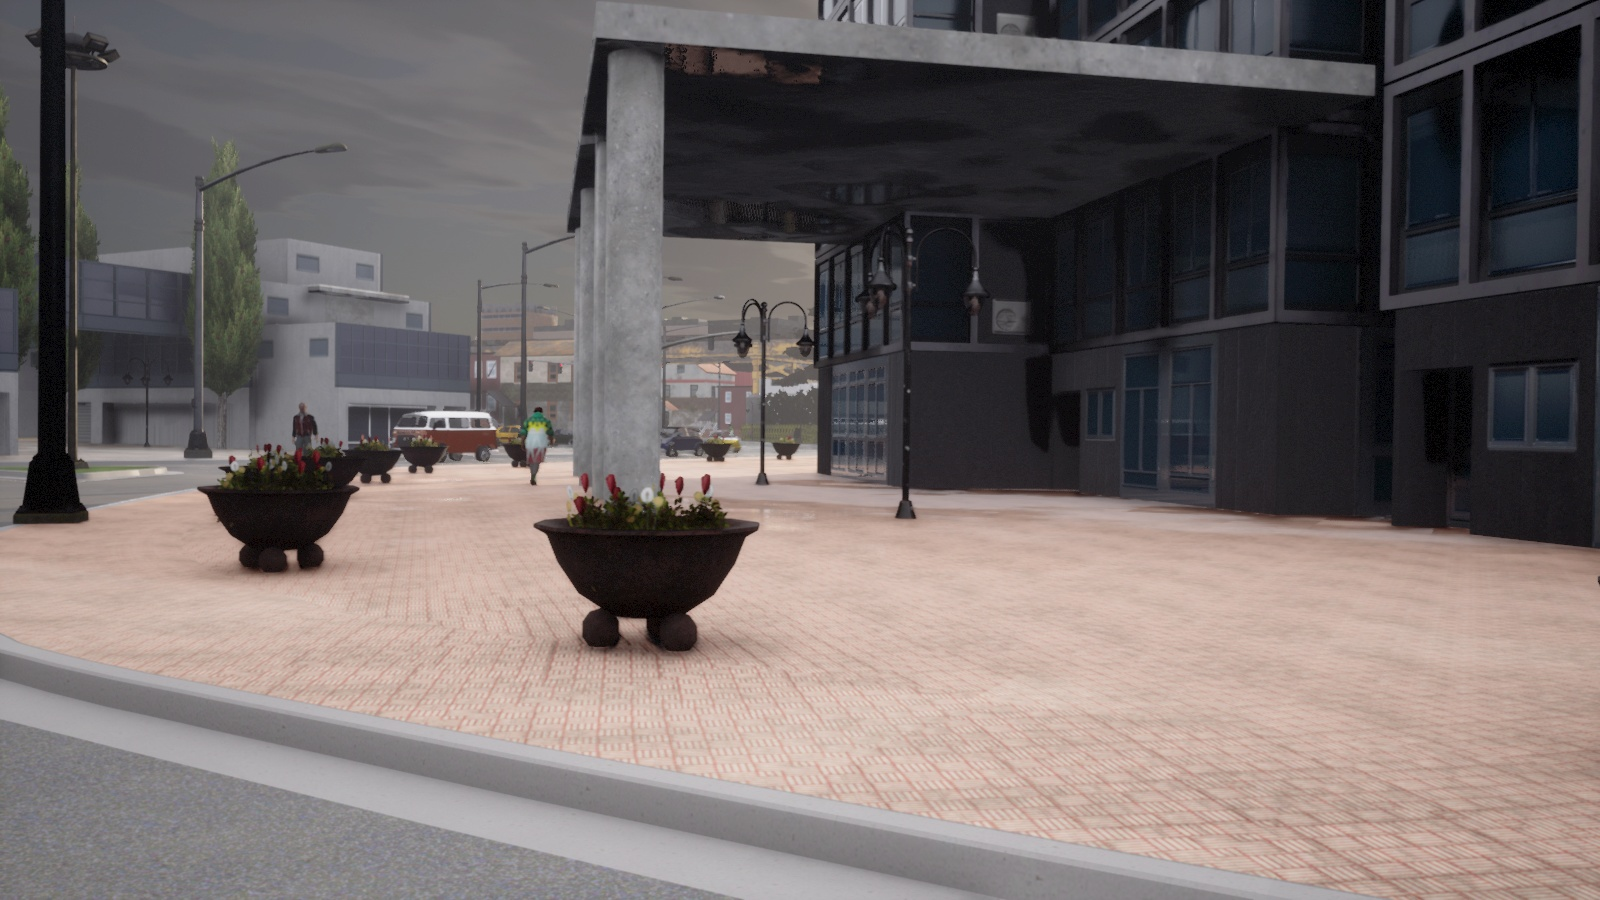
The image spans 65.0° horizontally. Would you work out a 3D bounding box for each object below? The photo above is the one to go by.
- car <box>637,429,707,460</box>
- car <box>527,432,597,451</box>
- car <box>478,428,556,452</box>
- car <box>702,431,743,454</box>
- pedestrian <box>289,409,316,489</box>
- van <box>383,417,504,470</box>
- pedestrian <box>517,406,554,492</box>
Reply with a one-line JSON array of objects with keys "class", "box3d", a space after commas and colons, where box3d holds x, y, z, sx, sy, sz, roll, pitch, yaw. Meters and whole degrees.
[{"class": "car", "box3d": [-6.530, -0.309, 64.169, 1.789, 1.549, 3.705, 0, 1, 28]}, {"class": "car", "box3d": [-16.822, -0.588, 88.806, 4.718, 1.301, 1.895, 1, 1, 28]}, {"class": "car", "box3d": [-19.440, -0.696, 86.229, 5.366, 1.575, 1.801, 0, 1, 28]}, {"class": "car", "box3d": [-4.724, -0.448, 76.839, 1.481, 1.376, 2.207, -1, 1, -40]}, {"class": "pedestrian", "box3d": [-11.674, -0.039, 29.481, 0.376, 1.854, 0.720, 0, 1, -5]}, {"class": "van", "box3d": [-14.162, -0.293, 50.128, 2.069, 2.038, 4.480, 0, 1, 29]}, {"class": "pedestrian", "box3d": [-6.105, -0.030, 29.015, 0.659, 1.952, 0.873, 0, 1, -1]}]
